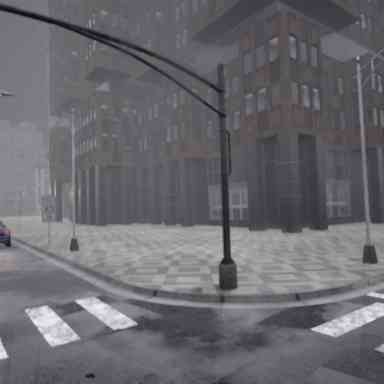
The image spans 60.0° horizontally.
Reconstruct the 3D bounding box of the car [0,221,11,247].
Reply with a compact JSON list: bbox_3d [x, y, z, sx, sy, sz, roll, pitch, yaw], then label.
[{"bbox_3d":[-13.275,2.632,21.724,2.097,1.767,4.553,1,-3,-36],"label":"car"}]
